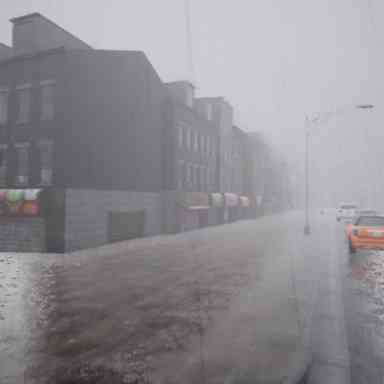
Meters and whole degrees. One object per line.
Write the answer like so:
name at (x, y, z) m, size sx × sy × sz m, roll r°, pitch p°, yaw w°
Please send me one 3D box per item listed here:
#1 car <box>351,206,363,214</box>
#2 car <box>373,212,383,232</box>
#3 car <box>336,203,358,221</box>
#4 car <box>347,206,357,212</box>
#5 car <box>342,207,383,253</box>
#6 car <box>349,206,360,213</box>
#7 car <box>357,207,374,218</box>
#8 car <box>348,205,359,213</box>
car at (30.693, 3.379, 62.079) m, size 1.752 × 1.417 × 4.829 m, roll 0°, pitch -2°, yaw 23°
car at (15.805, 2.365, 26.655) m, size 1.802 × 1.307 × 4.206 m, roll 0°, pitch -2°, yaw 23°
car at (17.888, 2.316, 38.261) m, size 2.150 × 2.045 × 5.566 m, roll 0°, pitch -1°, yaw 23°
car at (36.978, 3.921, 77.034) m, size 1.802 × 1.307 × 4.206 m, roll 0°, pitch -2°, yaw 23°
car at (8.376, 1.798, 15.521) m, size 2.097 × 1.767 × 4.553 m, roll 0°, pitch -1°, yaw 23°
car at (32.744, 3.592, 66.959) m, size 1.802 × 1.307 × 4.206 m, roll 0°, pitch -2°, yaw 23°
car at (26.197, 3.017, 50.378) m, size 1.812 × 1.442 × 4.674 m, roll 0°, pitch -2°, yaw 23°
car at (34.862, 3.613, 72.000) m, size 1.967 × 1.590 × 4.097 m, roll 0°, pitch -2°, yaw 23°
